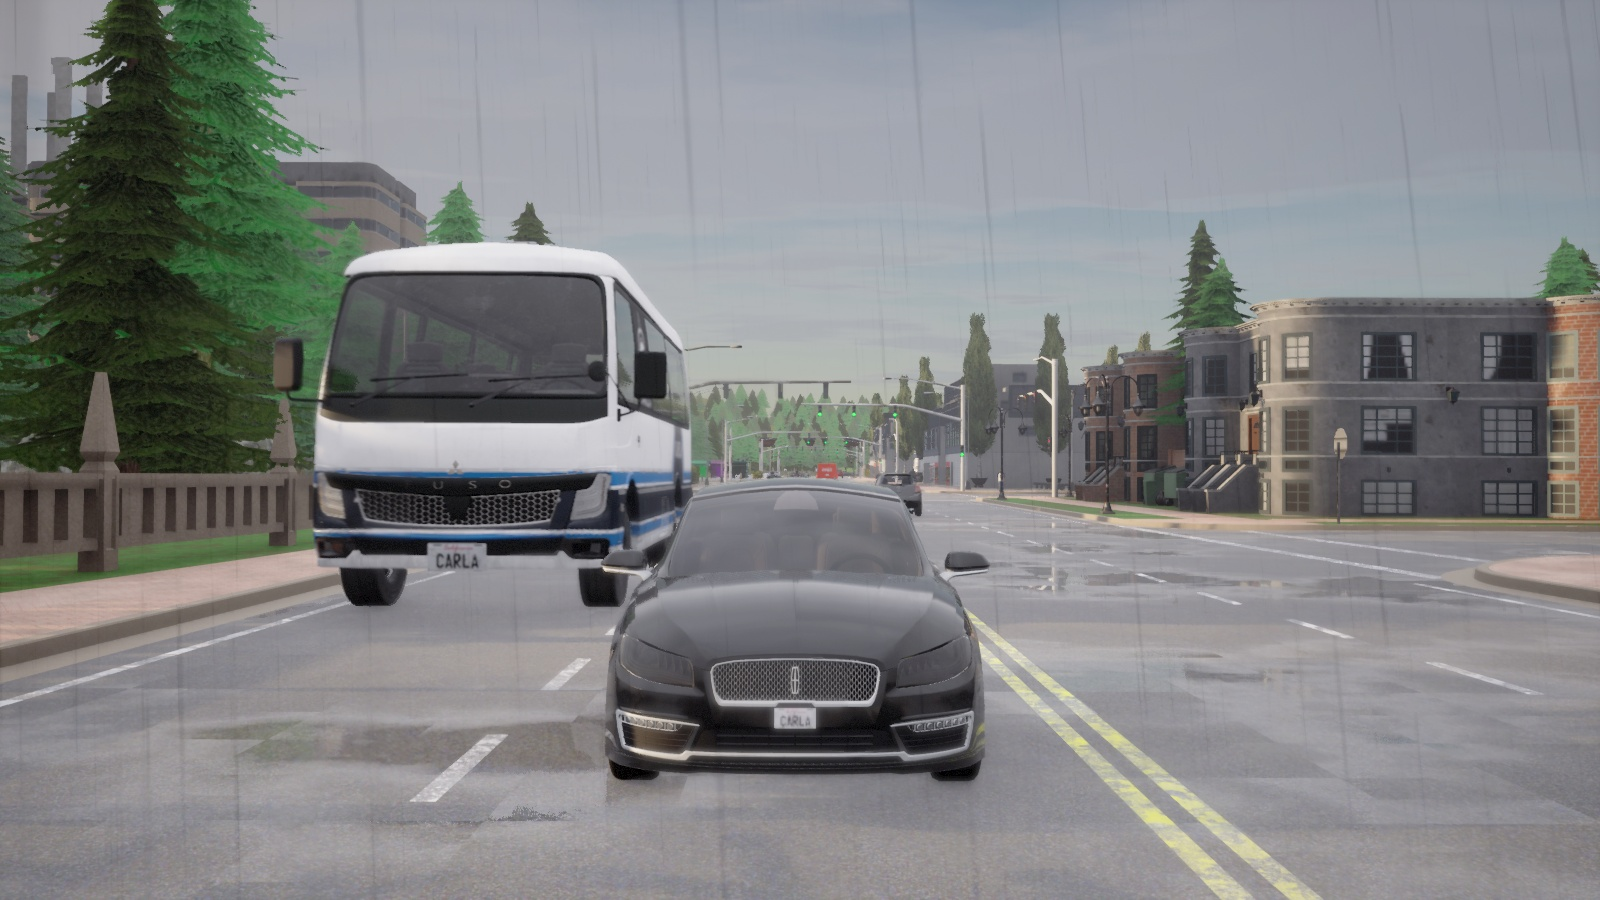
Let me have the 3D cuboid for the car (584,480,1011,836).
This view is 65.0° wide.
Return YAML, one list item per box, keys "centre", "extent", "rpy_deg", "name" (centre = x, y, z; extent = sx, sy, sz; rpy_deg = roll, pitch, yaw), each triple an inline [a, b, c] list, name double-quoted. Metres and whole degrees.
- centre: [-0.018, 0.951, 7.864]
  extent: [1.837, 1.490, 4.892]
  rpy_deg: [0, -1, 0]
  name: "car"

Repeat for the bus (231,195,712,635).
- centre: [-3.546, -0.258, 17.315]
  extent: [3.944, 4.253, 10.273]
  rpy_deg: [0, -1, 0]
  name: "bus"

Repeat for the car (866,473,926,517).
- centre: [3.395, 1.569, 45.035]
  extent: [1.845, 1.501, 3.633]
  rpy_deg: [0, -1, 0]
  name: "car"
